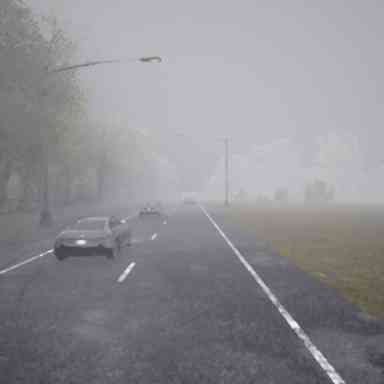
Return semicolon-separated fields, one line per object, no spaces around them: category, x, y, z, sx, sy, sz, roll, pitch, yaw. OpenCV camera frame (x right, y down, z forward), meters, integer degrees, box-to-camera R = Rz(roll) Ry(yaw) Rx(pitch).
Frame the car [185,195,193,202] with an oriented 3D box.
car;-0.643;1.391;73.180;1.812;1.442;4.674;0;0;-1

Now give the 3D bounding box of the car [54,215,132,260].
car;-3.502;1.549;12.474;1.994;1.385;4.181;0;0;0

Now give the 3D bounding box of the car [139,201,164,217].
car;-3.664;1.499;30.590;2.033;1.411;5.357;0;0;-1

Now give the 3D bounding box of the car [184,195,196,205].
car;-0.384;1.461;55.237;1.994;1.385;4.181;0;0;0
